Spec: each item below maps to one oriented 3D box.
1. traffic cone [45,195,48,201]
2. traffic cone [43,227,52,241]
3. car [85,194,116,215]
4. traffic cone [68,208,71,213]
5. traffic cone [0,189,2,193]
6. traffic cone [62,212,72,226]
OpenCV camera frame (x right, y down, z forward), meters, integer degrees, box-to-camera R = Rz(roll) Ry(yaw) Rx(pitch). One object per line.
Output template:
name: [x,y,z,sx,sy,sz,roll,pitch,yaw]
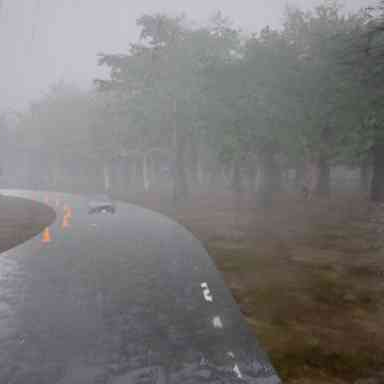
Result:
traffic cone: [-15.423,0.655,35.258,0.340,0.580,0.340,-3,5,-38]
traffic cone: [-6.059,1.740,13.886,0.340,0.580,0.340,-1,2,-9]
car: [-7.172,0.841,25.643,2.033,1.411,5.357,-2,3,-23]
traffic cone: [-8.485,1.398,22.992,0.340,0.580,0.340,-2,3,-21]
traffic cone: [-25.735,-0.106,44.879,0.340,0.580,0.340,3,5,34]
traffic cone: [-7.041,1.586,18.502,0.340,0.580,0.340,-1,2,-15]
